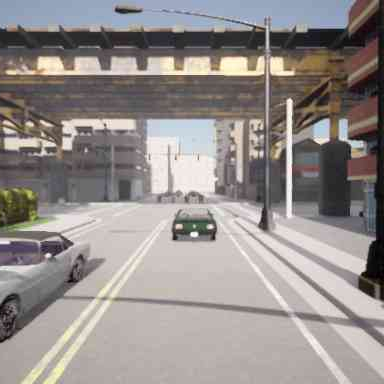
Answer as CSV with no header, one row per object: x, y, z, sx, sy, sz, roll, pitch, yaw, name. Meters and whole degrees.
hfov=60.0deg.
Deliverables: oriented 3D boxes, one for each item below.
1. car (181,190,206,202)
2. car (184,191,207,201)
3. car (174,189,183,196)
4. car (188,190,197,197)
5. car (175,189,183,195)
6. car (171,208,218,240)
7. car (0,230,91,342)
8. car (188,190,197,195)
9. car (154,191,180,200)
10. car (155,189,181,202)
0.496,0.693,48.327,2.038,1.542,4.974,0,1,-20,car
0.477,0.534,48.373,1.853,1.218,4.536,0,1,-20,car
-3.319,0.142,83.439,2.038,1.542,4.974,0,1,0,car
0.116,0.276,74.920,2.038,1.542,4.974,0,1,0,car
-3.319,-0.016,83.489,1.853,1.218,4.536,0,1,0,car
0.094,1.358,15.318,1.895,1.301,4.718,0,1,0,car
-3.555,1.498,6.399,1.895,1.301,4.718,0,1,0,car
0.115,0.118,74.969,1.853,1.218,4.536,0,1,0,car
-3.643,0.530,48.677,1.853,1.218,4.536,0,1,25,car
-3.665,0.688,48.632,2.038,1.542,4.974,0,1,25,car
